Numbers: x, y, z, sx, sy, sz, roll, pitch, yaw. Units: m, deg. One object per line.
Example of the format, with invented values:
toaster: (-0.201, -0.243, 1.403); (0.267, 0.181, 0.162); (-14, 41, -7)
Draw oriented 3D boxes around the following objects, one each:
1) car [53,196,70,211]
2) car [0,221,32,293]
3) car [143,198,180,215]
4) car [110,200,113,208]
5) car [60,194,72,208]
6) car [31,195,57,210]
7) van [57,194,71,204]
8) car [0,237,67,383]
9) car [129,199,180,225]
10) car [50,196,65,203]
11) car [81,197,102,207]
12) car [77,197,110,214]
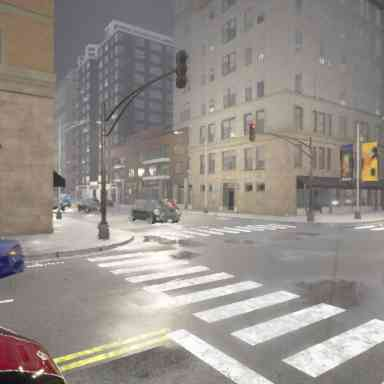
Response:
car: (-16.051, 1.520, 38.494); (1.947, 1.339, 4.313); (0, 0, -35)
car: (-6.173, 1.526, 7.160); (4.674, 1.442, 1.812); (0, 0, -35)
car: (-3.207, 1.428, 34.196); (1.967, 1.590, 4.097); (0, 0, -35)
car: (-12.629, 1.564, 47.571); (1.802, 1.307, 4.206); (0, 0, -35)
car: (-17.957, 1.455, 45.653); (2.128, 1.511, 4.902); (0, 0, -35)
car: (-19.190, 1.268, 42.953); (2.192, 1.841, 5.009); (0, 0, -35)
van: (-25.192, 1.333, 65.405); (1.690, 1.788, 3.998); (0, 0, -35)
car: (-2.843, 1.352, 1.441); (4.553, 1.767, 2.097); (0, 0, -36)
car: (-2.754, 1.329, 24.018); (2.097, 1.767, 4.553); (0, 0, -35)
car: (-28.333, 1.561, 69.863); (1.947, 1.339, 4.313); (0, 0, -35)
car: (-15.868, 1.508, 52.168); (1.752, 1.417, 4.829); (0, 0, -35)
car: (-10.709, 1.471, 35.326); (1.837, 1.490, 4.892); (0, -1, -35)
